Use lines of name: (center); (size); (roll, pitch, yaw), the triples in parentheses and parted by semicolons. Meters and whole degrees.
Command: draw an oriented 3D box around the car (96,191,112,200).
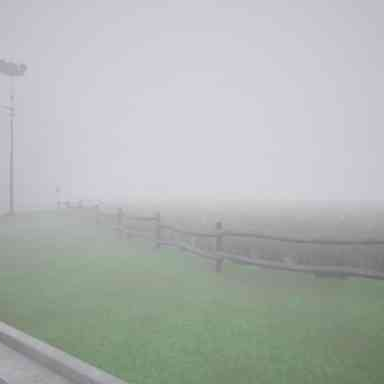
car: (-18.833, 1.117, 74.261); (1.837, 1.490, 4.892); (0, 0, 10)

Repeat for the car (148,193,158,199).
car: (-10.070, 1.023, 83.248); (2.033, 1.411, 5.357); (0, 0, 10)

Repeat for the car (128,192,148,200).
car: (-11.873, 1.221, 73.410); (1.994, 1.385, 4.181); (0, 0, 10)

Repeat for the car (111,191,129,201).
car: (-15.390, 1.115, 73.630); (1.882, 1.535, 5.008); (0, 0, 10)

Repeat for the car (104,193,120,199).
car: (-20.398, 0.960, 85.140); (2.033, 1.411, 5.357); (0, 0, 10)

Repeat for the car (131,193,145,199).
car: (-13.512, 0.940, 83.879); (1.882, 1.535, 5.008); (0, 0, 10)

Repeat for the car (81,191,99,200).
car: (-22.276, 1.073, 74.891); (1.882, 1.535, 5.008); (0, 0, 10)

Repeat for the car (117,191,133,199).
car: (-16.948, 0.667, 84.538); (2.150, 2.045, 5.566); (0, 0, 10)

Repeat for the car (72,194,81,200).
car: (-25.619, 1.100, 76.068); (1.812, 1.442, 4.674); (0, 0, 10)
